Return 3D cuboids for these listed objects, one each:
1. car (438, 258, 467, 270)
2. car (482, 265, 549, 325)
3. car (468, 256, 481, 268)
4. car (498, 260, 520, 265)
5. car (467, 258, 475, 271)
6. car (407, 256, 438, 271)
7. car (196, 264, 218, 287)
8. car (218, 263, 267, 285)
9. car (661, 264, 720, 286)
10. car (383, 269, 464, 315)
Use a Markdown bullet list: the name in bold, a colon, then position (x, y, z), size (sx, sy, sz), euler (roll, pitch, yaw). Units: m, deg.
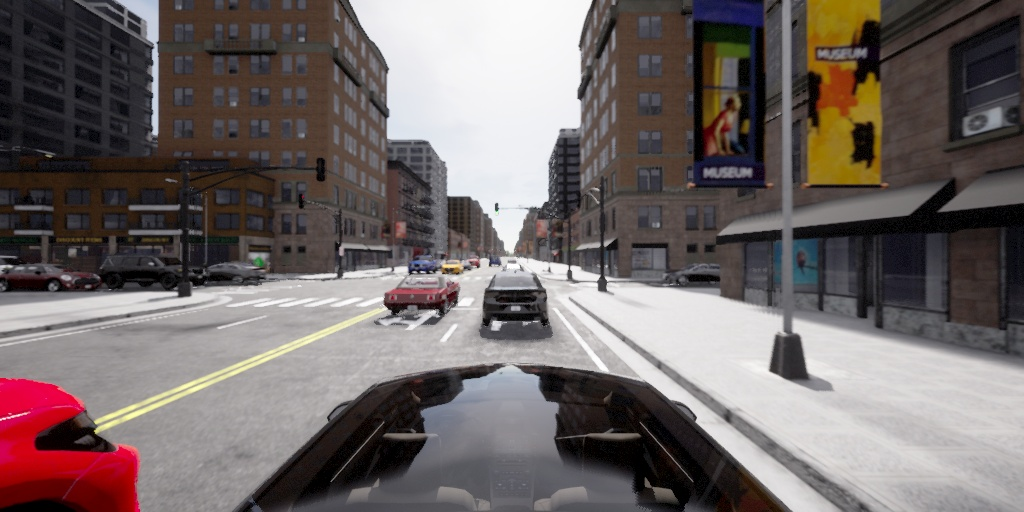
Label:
- **car**: position (-6.599, 1.224, 40.142), size (1.882, 1.535, 5.008), euler (0, 0, 0)
- **car**: position (0.101, 1.227, 11.871), size (1.882, 1.535, 5.008), euler (0, 0, 0)
- **car**: position (-6.502, 0.961, 59.865), size (2.150, 2.045, 5.566), euler (0, 0, 0)
- **car**: position (0.097, 1.313, 30.752), size (1.994, 1.385, 4.181), euler (0, 0, 0)
- **car**: position (-6.580, 1.308, 49.136), size (1.994, 1.385, 4.181), euler (0, 0, 0)
- **car**: position (-9.843, 0.968, 39.757), size (2.150, 2.045, 5.566), euler (0, 0, 0)
- **car**: position (-22.188, 0.965, 22.356), size (5.566, 2.045, 2.150), euler (0, 0, 0)
- **car**: position (-20.088, 1.247, 25.336), size (4.902, 1.511, 2.128), euler (0, 0, 0)
- **car**: position (13.236, 1.281, 25.475), size (4.902, 1.511, 2.128), euler (0, 0, 0)
- **car**: position (-3.147, 1.351, 13.570), size (1.895, 1.301, 4.718), euler (0, 0, 0)
